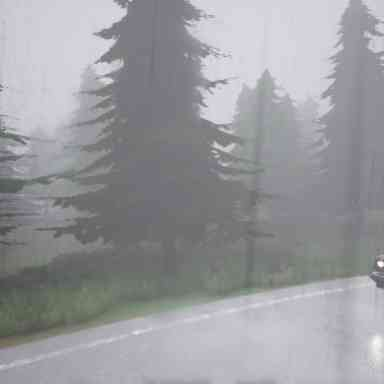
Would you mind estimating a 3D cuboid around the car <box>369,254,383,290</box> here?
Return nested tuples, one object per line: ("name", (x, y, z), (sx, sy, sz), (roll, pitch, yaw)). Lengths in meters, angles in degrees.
("car", (5.784, 1.465, 6.616), (4.718, 1.301, 1.895), (0, 2, -27))
